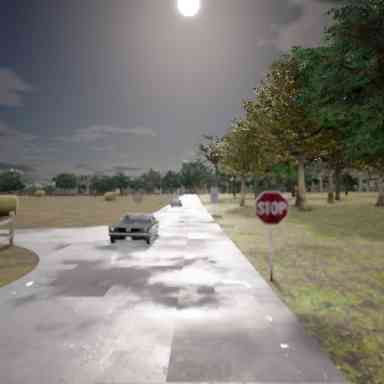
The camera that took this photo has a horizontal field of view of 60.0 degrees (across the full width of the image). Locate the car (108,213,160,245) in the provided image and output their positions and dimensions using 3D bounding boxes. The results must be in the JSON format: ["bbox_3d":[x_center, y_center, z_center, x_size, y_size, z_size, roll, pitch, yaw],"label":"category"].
[{"bbox_3d":[-2.704,1.714,16.383,1.895,1.301,4.718,1,-1,0],"label":"car"}]

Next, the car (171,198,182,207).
[{"bbox_3d":[-2.606,1.790,56.362,1.812,1.442,4.674,0,0,0],"label":"car"}]
